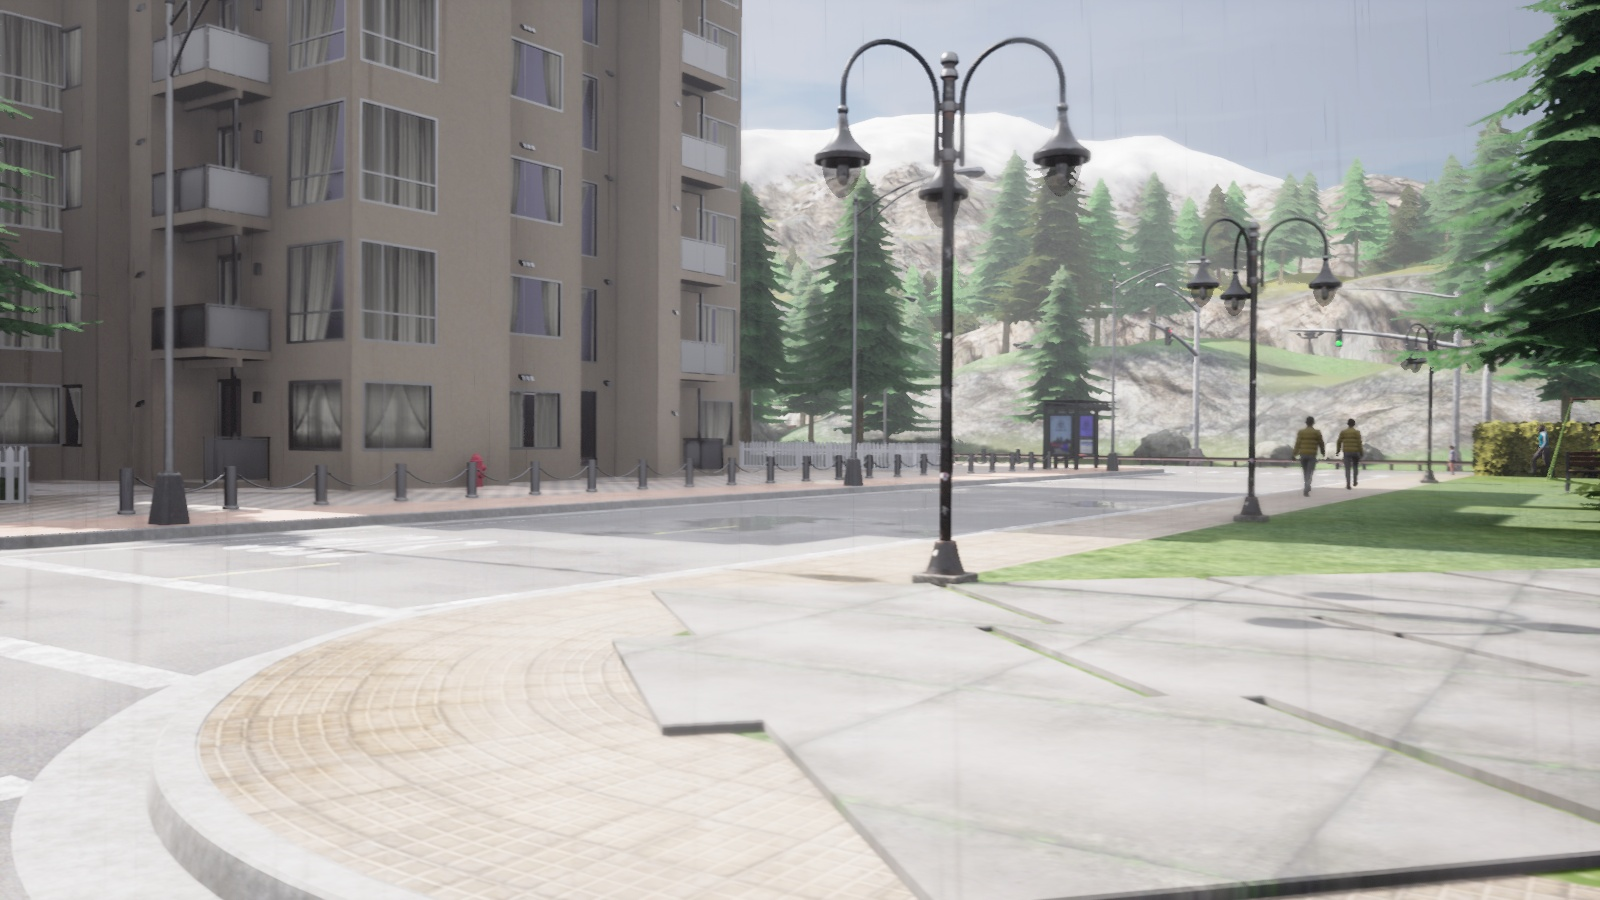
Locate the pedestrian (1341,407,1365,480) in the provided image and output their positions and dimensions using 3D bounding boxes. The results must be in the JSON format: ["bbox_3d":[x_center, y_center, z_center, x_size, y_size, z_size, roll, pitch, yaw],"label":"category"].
[{"bbox_3d":[14.043,-0.174,31.895,0.431,1.840,0.709,0,1,34],"label":"pedestrian"}]

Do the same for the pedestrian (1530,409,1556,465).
[{"bbox_3d":[25.705,-0.449,43.449,0.692,1.930,0.396,0,1,12],"label":"pedestrian"}]

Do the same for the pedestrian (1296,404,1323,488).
[{"bbox_3d":[11.311,-0.094,27.848,0.431,1.840,0.709,0,1,32],"label":"pedestrian"}]
